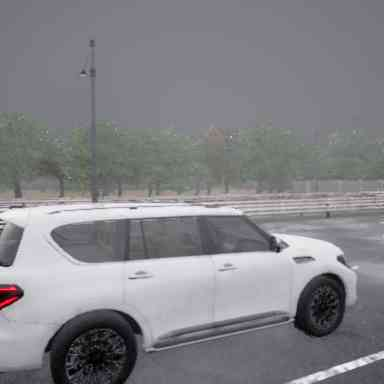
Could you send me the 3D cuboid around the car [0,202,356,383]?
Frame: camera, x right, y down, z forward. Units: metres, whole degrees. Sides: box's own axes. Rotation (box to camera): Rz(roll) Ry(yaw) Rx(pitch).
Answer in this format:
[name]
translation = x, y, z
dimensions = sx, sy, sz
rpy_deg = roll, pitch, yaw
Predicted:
[car]
translation = -0.081, 1.169, 5.121
dimensions = 5.566, 2.045, 2.150
rpy_deg = -1, 1, -25
